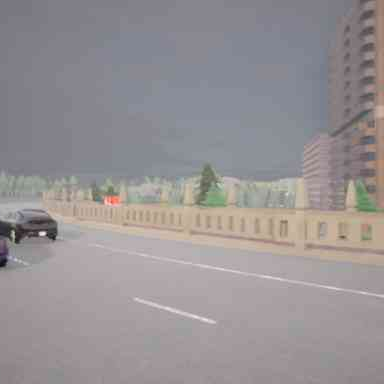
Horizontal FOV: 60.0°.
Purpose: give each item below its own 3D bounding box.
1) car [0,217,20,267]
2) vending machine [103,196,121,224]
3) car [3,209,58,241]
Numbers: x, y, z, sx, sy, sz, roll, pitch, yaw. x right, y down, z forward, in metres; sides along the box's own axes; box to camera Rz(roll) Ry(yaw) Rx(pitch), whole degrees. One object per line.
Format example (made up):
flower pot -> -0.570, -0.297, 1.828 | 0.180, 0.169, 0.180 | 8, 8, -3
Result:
car -> -7.340, 1.582, 10.503 | 4.674, 1.442, 1.812 | 0, 0, 43
vending machine -> -6.142, 1.333, 25.603 | 1.100, 2.100, 0.880 | 0, 0, -39
car -> -8.278, 1.593, 16.425 | 1.837, 1.490, 4.892 | 0, 0, -44
